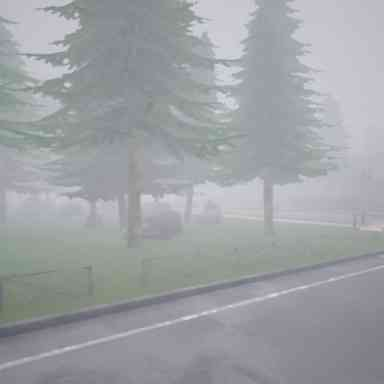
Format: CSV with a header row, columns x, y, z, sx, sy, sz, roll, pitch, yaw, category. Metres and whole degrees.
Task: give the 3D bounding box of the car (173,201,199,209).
x,y,z,sx,sy,sz,roll,pitch,yaw,category
-0.936,1.722,49.785,2.033,1.411,5.357,0,0,-30,car
